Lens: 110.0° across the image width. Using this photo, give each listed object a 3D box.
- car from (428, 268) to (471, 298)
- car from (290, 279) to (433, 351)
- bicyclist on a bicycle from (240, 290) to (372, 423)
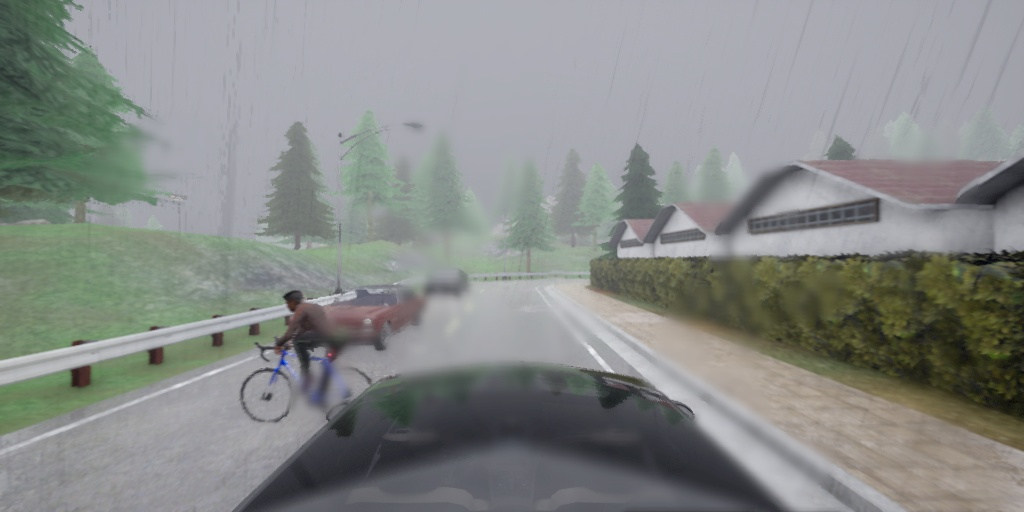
[{"bbox_3d":[-3.551,1.453,20.325,1.882,1.535,5.008,0,-1,2],"label":"car"},{"bbox_3d":[-3.617,1.444,9.373,1.895,1.301,4.718,0,-1,0],"label":"car"},{"bbox_3d":[-2.492,1.235,4.371,1.656,1.620,0.582,-1,-1,0],"label":"bicyclist on a bicycle"}]
